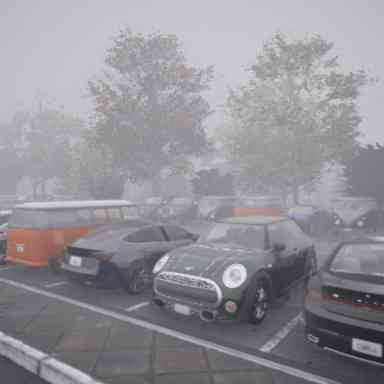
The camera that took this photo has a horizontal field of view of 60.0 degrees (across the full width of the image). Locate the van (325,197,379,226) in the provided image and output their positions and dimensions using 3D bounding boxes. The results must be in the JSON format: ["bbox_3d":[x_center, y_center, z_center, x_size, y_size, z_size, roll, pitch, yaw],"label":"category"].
[{"bbox_3d":[8.770,1.252,17.809,1.878,1.987,4.442,0,0,35],"label":"van"}]

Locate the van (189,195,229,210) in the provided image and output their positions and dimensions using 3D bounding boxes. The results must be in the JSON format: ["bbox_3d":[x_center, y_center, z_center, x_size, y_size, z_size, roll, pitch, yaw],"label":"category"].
[{"bbox_3d":[2.011,1.275,22.670,1.878,1.987,4.442,0,0,36],"label":"van"}]

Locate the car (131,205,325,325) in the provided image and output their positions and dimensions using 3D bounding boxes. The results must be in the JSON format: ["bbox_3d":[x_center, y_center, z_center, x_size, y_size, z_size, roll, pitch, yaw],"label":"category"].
[{"bbox_3d":[1.141,1.356,7.357,2.185,1.767,4.553,0,0,36],"label":"car"}]

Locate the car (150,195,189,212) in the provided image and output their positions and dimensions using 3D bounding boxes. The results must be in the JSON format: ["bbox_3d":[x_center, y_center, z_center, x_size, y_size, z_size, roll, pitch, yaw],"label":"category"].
[{"bbox_3d":[-0.184,1.258,24.362,2.435,2.045,5.566,0,0,36],"label":"car"}]

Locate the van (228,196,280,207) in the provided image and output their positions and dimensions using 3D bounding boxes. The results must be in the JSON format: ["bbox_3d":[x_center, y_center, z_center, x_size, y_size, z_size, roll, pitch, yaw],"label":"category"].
[{"bbox_3d":[4.395,1.267,21.240,1.878,1.987,4.442,0,0,36],"label":"van"}]

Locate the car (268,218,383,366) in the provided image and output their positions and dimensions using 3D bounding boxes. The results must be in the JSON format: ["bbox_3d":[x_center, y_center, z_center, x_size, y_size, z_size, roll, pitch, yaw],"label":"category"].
[{"bbox_3d":[3.374,1.481,5.702,2.231,1.521,4.892,0,0,36],"label":"car"}]

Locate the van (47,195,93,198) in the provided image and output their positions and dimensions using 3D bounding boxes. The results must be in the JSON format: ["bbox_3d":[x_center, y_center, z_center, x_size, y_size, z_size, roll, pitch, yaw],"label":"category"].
[{"bbox_3d":[-11.438,1.327,32.652,1.878,1.987,4.442,0,0,36],"label":"van"}]

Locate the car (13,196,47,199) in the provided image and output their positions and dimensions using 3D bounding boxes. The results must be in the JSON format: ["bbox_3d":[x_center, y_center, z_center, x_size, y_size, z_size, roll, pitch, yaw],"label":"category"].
[{"bbox_3d":[-15.902,1.569,35.718,2.097,1.535,5.008,0,0,36],"label":"car"}]

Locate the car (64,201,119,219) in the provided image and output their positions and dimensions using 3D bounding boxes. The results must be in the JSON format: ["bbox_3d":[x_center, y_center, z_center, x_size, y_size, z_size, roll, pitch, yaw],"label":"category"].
[{"bbox_3d":[-9.257,1.584,30.939,2.002,1.452,4.674,0,0,36],"label":"car"}]

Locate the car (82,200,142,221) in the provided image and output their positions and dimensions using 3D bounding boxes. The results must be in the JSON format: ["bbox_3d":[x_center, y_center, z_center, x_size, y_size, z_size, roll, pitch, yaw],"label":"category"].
[{"bbox_3d":[-6.913,1.535,29.240,2.097,1.535,5.008,0,0,36],"label":"car"}]

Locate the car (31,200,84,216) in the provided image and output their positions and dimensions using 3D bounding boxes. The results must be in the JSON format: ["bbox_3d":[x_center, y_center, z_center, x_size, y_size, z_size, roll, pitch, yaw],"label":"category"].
[{"bbox_3d":[-13.652,1.601,34.101,2.002,1.452,4.674,0,0,36],"label":"car"}]

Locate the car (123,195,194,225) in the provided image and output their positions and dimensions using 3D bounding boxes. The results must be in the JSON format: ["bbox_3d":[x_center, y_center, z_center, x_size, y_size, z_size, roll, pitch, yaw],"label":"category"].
[{"bbox_3d":[-2.431,1.267,25.982,2.435,2.045,5.566,0,0,36],"label":"car"}]

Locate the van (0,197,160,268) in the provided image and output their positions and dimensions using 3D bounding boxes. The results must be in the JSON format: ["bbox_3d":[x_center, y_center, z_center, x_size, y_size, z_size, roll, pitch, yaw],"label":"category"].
[{"bbox_3d":[-3.312,1.271,10.672,1.878,1.987,4.442,0,0,36],"label":"van"}]

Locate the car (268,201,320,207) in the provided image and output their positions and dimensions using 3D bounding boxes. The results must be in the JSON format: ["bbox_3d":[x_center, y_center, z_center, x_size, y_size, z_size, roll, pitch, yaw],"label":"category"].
[{"bbox_3d":[6.577,1.484,19.530,2.097,1.535,5.008,0,0,36],"label":"car"}]

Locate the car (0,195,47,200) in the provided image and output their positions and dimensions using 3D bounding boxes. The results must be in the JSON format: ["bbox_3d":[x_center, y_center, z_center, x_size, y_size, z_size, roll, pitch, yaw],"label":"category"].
[{"bbox_3d":[-18.265,1.327,37.393,2.435,2.045,5.566,0,0,36],"label":"car"}]

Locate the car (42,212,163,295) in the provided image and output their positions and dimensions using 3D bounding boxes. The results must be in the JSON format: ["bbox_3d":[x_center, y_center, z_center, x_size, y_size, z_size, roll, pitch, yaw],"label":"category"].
[{"bbox_3d":[-1.110,1.518,8.977,2.163,1.488,4.792,0,0,36],"label":"car"}]
